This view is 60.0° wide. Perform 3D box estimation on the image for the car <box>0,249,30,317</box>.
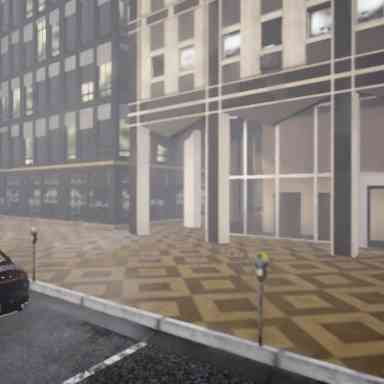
[{"bbox_3d":[-4.798,1.557,6.297,4.403,1.369,2.008,0,0,36],"label":"car"}]
